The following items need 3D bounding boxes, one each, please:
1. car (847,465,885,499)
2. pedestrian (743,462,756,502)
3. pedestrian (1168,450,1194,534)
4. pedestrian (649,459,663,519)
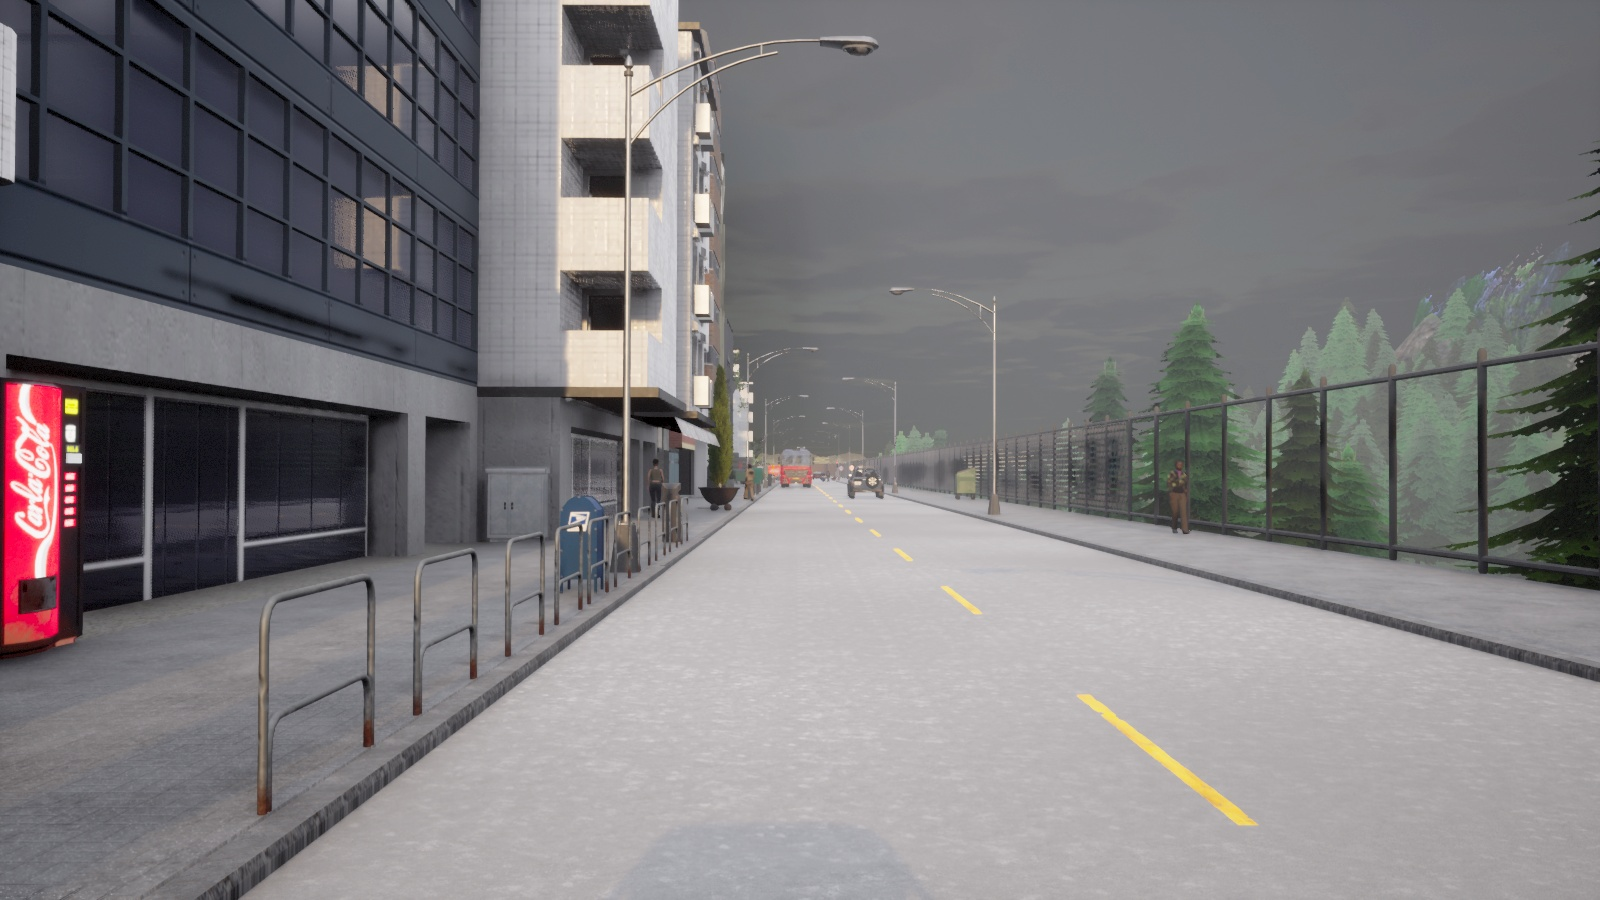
[{"bbox_3d":[3.786,1.833,72.628,1.932,1.855,4.605,0,-1,0],"label":"car"},{"bbox_3d":[-2.439,1.546,60.415,0.396,1.930,0.692,0,-1,-23],"label":"pedestrian"},{"bbox_3d":[8.916,0.982,29.417,0.395,1.930,0.692,0,-1,1],"label":"pedestrian"},{"bbox_3d":[-4.409,1.187,38.500,0.345,1.836,0.594,0,-1,0],"label":"pedestrian"}]
